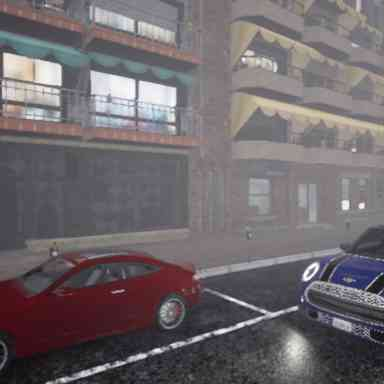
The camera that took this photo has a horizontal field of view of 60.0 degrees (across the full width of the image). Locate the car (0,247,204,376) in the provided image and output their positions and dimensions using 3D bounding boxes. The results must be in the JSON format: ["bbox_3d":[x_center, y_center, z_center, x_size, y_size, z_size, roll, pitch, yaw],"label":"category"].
[{"bbox_3d":[-1.726,1.602,5.299,4.206,1.307,1.802,1,-1,-36],"label":"car"}]

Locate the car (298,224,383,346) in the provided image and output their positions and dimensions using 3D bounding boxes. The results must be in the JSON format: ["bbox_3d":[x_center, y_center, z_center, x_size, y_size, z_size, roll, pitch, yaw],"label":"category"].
[{"bbox_3d":[4.075,1.415,6.310,4.553,1.767,2.097,1,0,-36],"label":"car"}]
